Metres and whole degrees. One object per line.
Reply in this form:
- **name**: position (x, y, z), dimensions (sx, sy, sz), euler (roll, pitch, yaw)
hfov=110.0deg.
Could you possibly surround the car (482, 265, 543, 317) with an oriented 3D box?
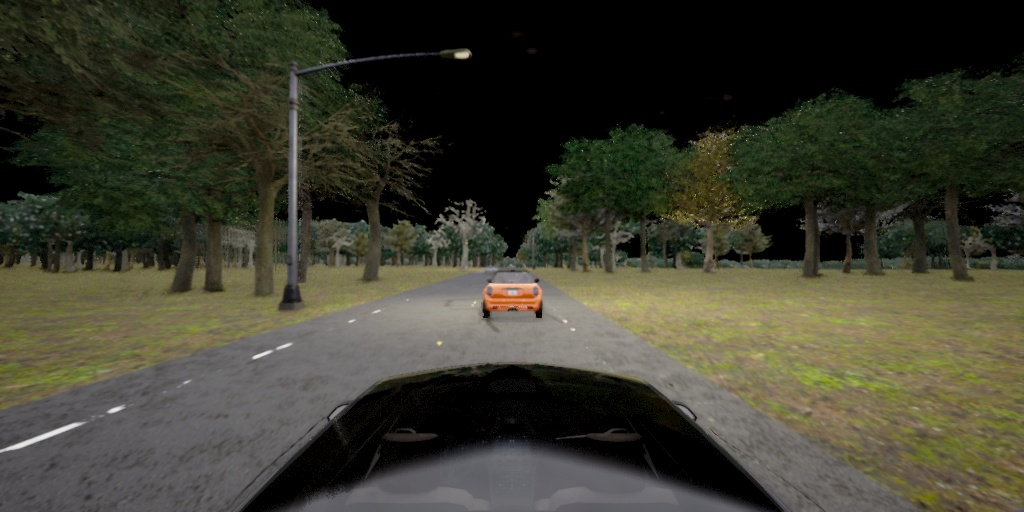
- **car**: position (0.044, 1.271, 14.128), dimensions (2.097, 1.767, 4.553), euler (0, -1, 1)

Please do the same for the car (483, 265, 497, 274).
- **car**: position (-3.564, 2.190, 58.670), dimensions (1.895, 1.301, 4.718), euler (0, -1, 1)
